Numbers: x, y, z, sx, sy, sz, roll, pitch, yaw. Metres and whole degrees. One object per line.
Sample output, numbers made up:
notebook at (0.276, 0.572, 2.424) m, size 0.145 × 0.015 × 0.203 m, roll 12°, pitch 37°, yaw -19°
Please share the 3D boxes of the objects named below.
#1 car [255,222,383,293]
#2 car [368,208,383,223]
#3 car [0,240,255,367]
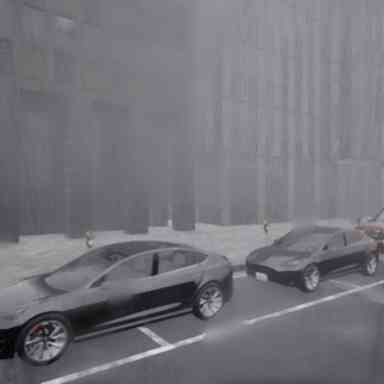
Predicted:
car at (3.411, 1.641, 9.086) m, size 4.313 × 1.339 × 1.947 m, roll 1°, pitch -1°, yaw -36°
car at (8.000, 1.443, 12.362) m, size 5.009 × 1.841 × 2.192 m, roll 1°, pitch -1°, yaw -36°
car at (-1.177, 1.587, 5.812) m, size 4.313 × 1.339 × 1.947 m, roll 1°, pitch -1°, yaw -36°
